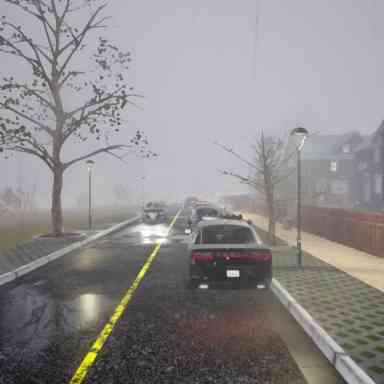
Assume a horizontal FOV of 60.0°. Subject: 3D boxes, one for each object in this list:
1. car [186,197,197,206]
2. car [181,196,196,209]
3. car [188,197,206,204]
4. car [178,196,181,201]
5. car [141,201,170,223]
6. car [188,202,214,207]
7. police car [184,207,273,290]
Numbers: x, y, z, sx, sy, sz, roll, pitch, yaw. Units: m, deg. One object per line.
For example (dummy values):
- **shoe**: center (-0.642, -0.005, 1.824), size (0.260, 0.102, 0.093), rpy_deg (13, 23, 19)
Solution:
- **car**: center (-0.042, 1.551, 56.936), size (1.812, 1.442, 4.674), rpy_deg (0, 0, 0)
- **car**: center (-0.015, 1.367, 45.845), size (2.097, 1.767, 4.553), rpy_deg (0, 0, 0)
- **car**: center (0.807, 1.459, 25.298), size (1.801, 1.575, 5.366), rpy_deg (0, 0, 0)
- **car**: center (-2.819, 1.675, 90.985), size (1.895, 1.301, 4.718), rpy_deg (0, 0, 0)
- **car**: center (-2.769, 1.495, 25.958), size (2.128, 1.511, 4.902), rpy_deg (0, 0, 0)
- **car**: center (0.811, 1.527, 19.108), size (1.812, 1.442, 4.674), rpy_deg (0, 0, 0)
- **police car**: center (0.819, 1.425, 9.218), size (1.930, 1.638, 5.238), rpy_deg (0, 0, 0)
